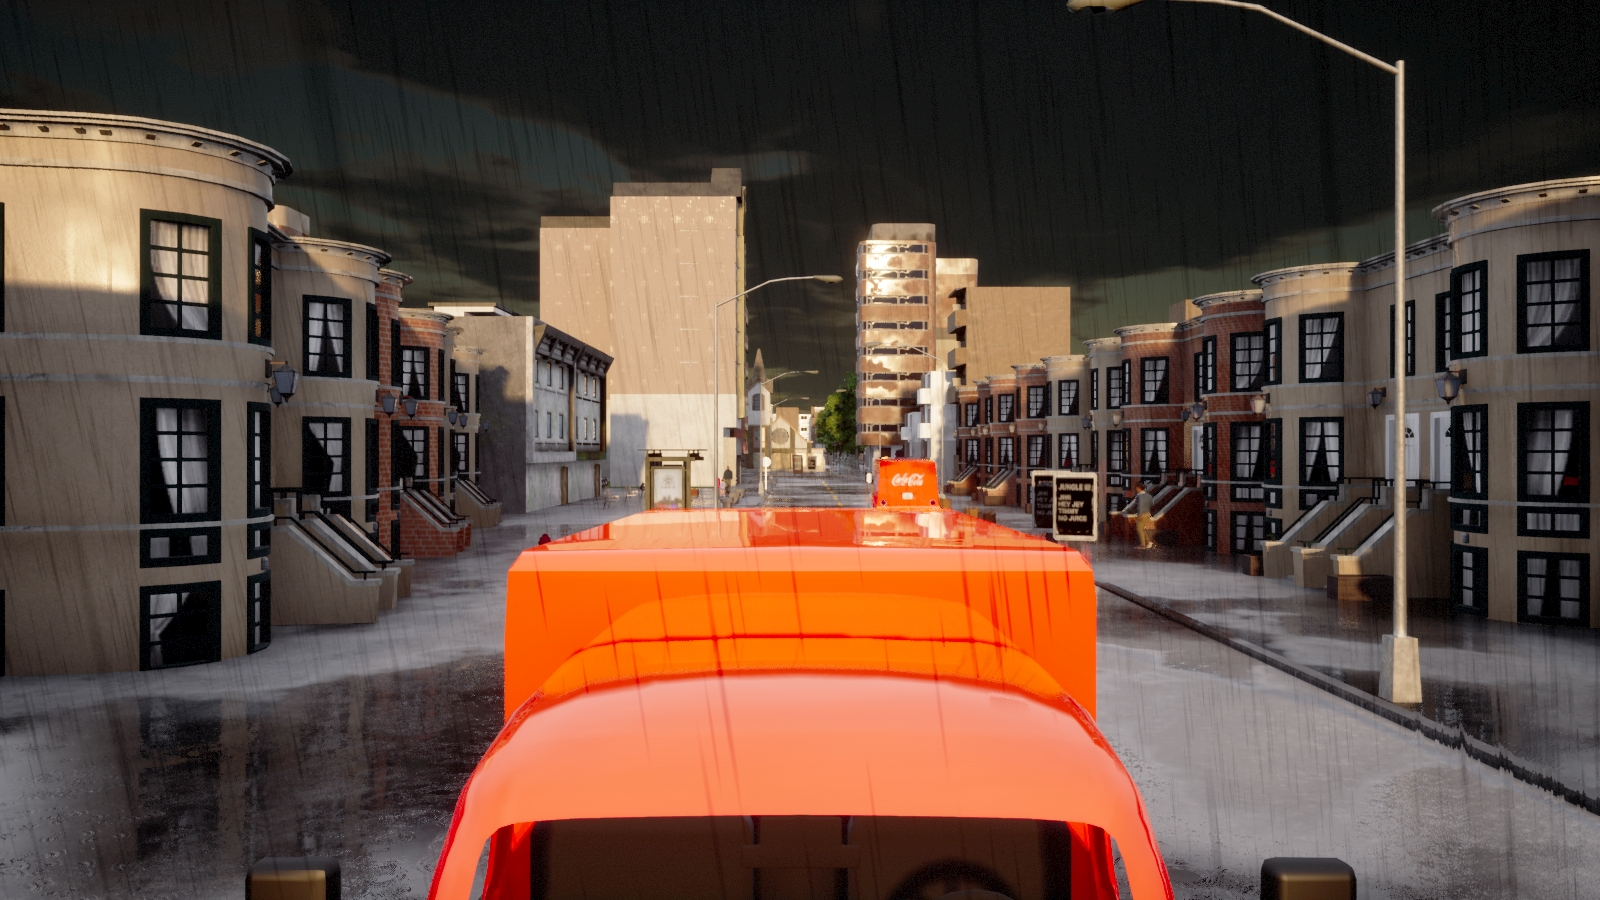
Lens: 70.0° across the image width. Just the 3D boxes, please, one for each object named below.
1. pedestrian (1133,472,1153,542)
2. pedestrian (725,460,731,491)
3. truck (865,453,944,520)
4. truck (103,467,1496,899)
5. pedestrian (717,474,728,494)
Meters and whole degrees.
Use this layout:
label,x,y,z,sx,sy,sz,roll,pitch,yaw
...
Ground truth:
label,x,y,z,sx,sy,sz,roll,pitch,yaw
pedestrian,9.267,1.537,30.880,0.375,1.860,0.375,0,0,-38
pedestrian,-4.316,1.551,68.785,0.375,1.860,0.375,0,0,-5
truck,4.003,1.367,44.878,2.627,2.467,5.204,0,0,0
truck,-0.001,1.348,4.761,2.627,2.467,5.204,0,0,0
pedestrian,-4.438,1.931,65.396,0.500,1.100,0.500,0,0,11
